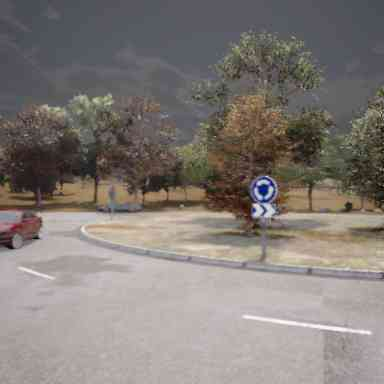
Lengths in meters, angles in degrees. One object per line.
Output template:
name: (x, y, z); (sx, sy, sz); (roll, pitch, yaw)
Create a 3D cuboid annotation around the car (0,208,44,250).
car: (-8.033, 1.514, 14.584); (1.882, 1.535, 5.008); (1, -1, -9)

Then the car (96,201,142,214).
car: (-8.768, 1.846, 40.239); (5.357, 1.411, 2.033); (1, -1, -22)
